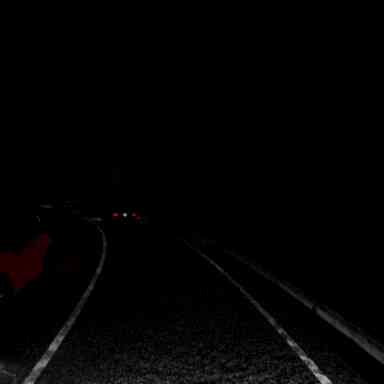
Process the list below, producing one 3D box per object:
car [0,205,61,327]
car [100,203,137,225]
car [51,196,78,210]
[{"bbox_3d":[-4.368,1.334,6.728,2.097,1.767,4.553,0,0,-8],"label":"car"},{"bbox_3d":[-5.373,1.533,24.018,2.033,1.411,5.357,2,-1,-24],"label":"car"},{"bbox_3d":[-15.265,1.269,39.721,2.128,1.511,4.902,4,-2,-40],"label":"car"}]
